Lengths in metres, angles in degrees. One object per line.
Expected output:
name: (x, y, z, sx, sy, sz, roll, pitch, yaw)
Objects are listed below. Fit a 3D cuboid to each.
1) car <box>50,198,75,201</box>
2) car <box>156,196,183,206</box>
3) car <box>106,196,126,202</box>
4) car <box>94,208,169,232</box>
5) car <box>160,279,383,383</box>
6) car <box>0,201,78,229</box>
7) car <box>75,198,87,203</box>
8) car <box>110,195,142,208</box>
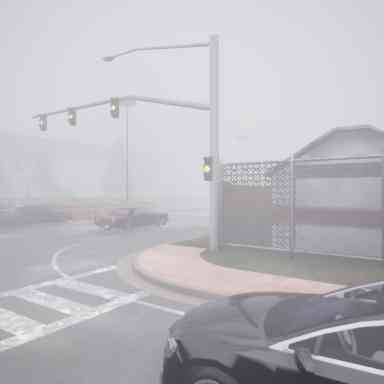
car: (-14.934, 1.580, 34.844, 1.994, 1.385, 4.181, 0, 0, 34)
car: (-3.883, 1.510, 57.610, 2.128, 1.511, 4.902, 0, 0, 34)
car: (-9.774, 1.564, 42.557, 2.033, 1.411, 5.357, 0, 0, 34)
car: (-3.475, 1.608, 20.139, 1.895, 1.301, 4.718, 0, 0, 34)
car: (1.913, 1.491, 2.648, 4.902, 1.511, 2.128, 0, 0, 36)
car: (-10.613, 1.558, 22.054, 2.033, 1.411, 5.357, 0, 0, 34)
car: (-15.117, 1.523, 40.866, 1.837, 1.490, 4.892, 0, 0, 34)
car: (-9.669, 1.371, 49.001, 2.097, 1.767, 4.553, 0, 0, 34)
